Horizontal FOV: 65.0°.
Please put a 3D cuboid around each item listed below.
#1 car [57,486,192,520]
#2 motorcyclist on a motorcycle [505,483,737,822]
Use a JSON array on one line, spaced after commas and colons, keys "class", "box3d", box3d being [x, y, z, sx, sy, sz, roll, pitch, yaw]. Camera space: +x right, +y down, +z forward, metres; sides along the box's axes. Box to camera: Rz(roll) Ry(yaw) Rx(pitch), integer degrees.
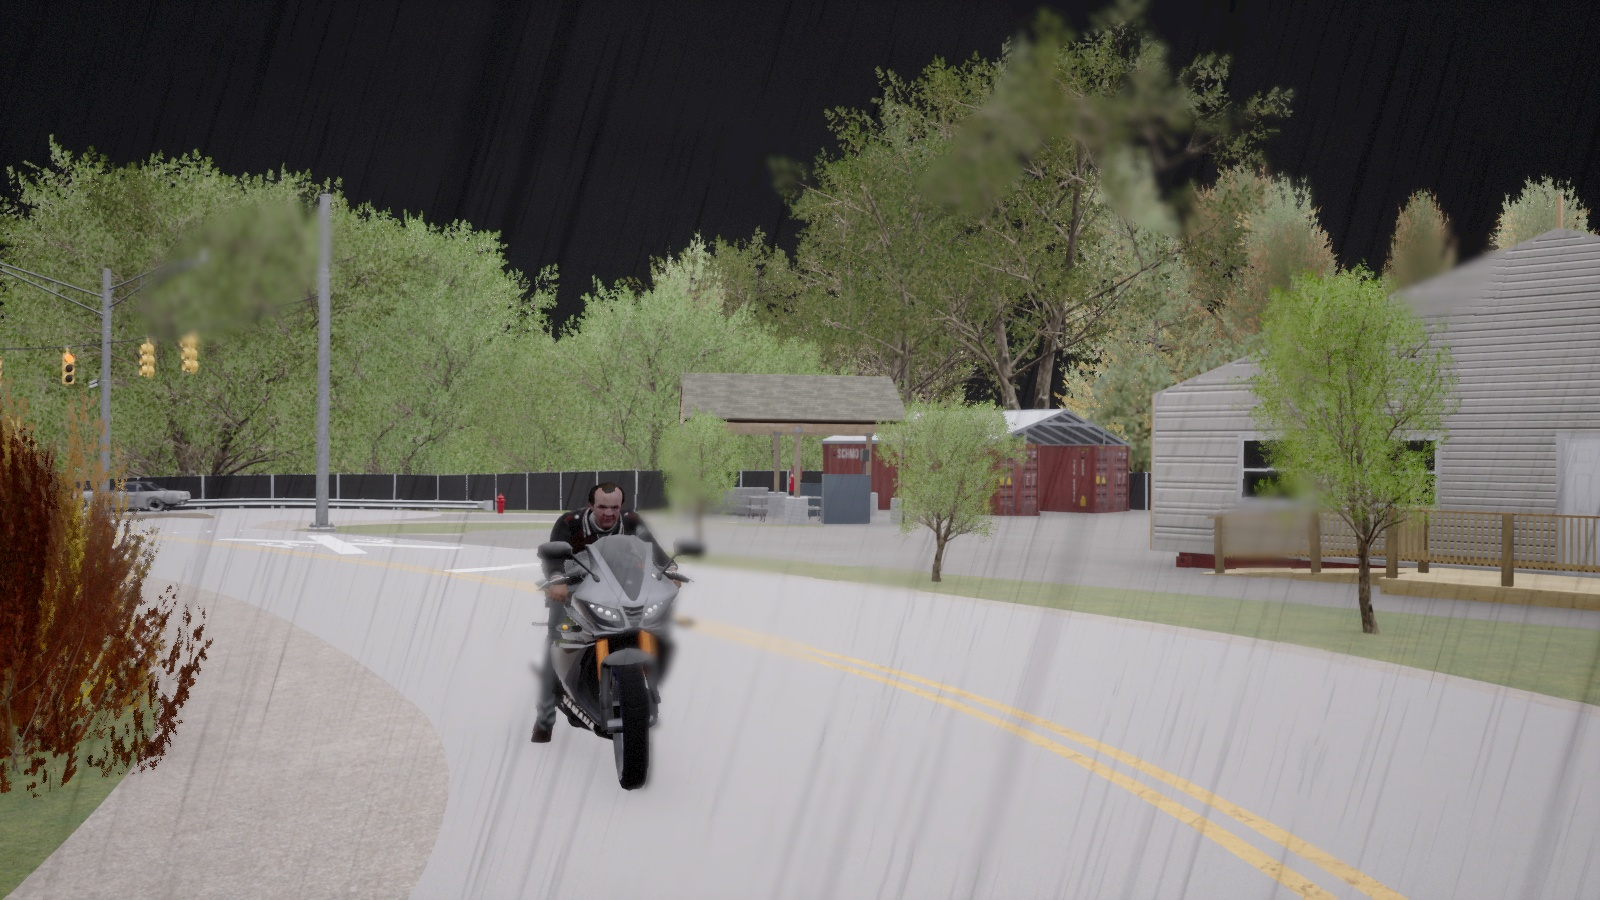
[{"class": "car", "box3d": [-28.649, 2.240, 53.401, 4.718, 1.301, 1.895, -1, -1, -14]}, {"class": "motorcyclist on a motorcycle", "box3d": [-1.077, 0.965, 6.969, 0.866, 1.530, 2.191, 0, -1, -19]}]
